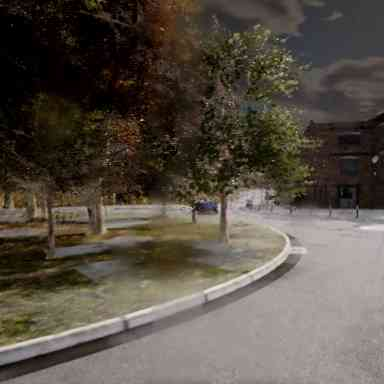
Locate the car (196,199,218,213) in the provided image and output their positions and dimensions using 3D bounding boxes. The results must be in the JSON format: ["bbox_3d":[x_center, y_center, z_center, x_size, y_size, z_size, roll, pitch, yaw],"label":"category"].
[{"bbox_3d":[1.525,1.468,36.642,1.882,1.535,5.008,-1,0,-8],"label":"car"}]
